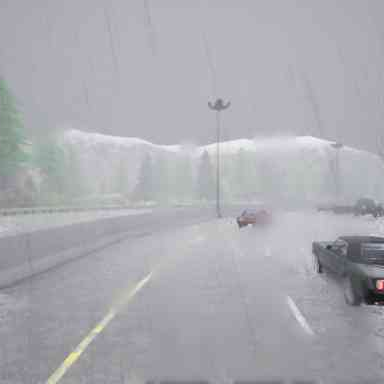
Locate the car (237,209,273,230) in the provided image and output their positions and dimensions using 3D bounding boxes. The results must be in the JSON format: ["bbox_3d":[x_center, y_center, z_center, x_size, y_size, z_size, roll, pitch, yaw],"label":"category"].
[{"bbox_3d":[4.666,1.894,23.967,1.895,1.301,4.718,0,-1,22],"label":"car"}]

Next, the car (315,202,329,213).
[{"bbox_3d":[19.719,2.219,48.031,5.357,1.411,2.033,1,-1,-43],"label":"car"}]

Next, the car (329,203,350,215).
[{"bbox_3d":[19.413,2.083,41.956,1.882,1.535,5.008,-1,-1,41],"label":"car"}]

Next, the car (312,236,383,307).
[{"bbox_3d":[4.307,1.723,8.078,1.895,1.301,4.718,0,-1,8],"label":"car"}]

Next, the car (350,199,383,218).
[{"bbox_3d":[19.927,1.782,37.377,2.150,2.045,5.566,-1,-1,38],"label":"car"}]
